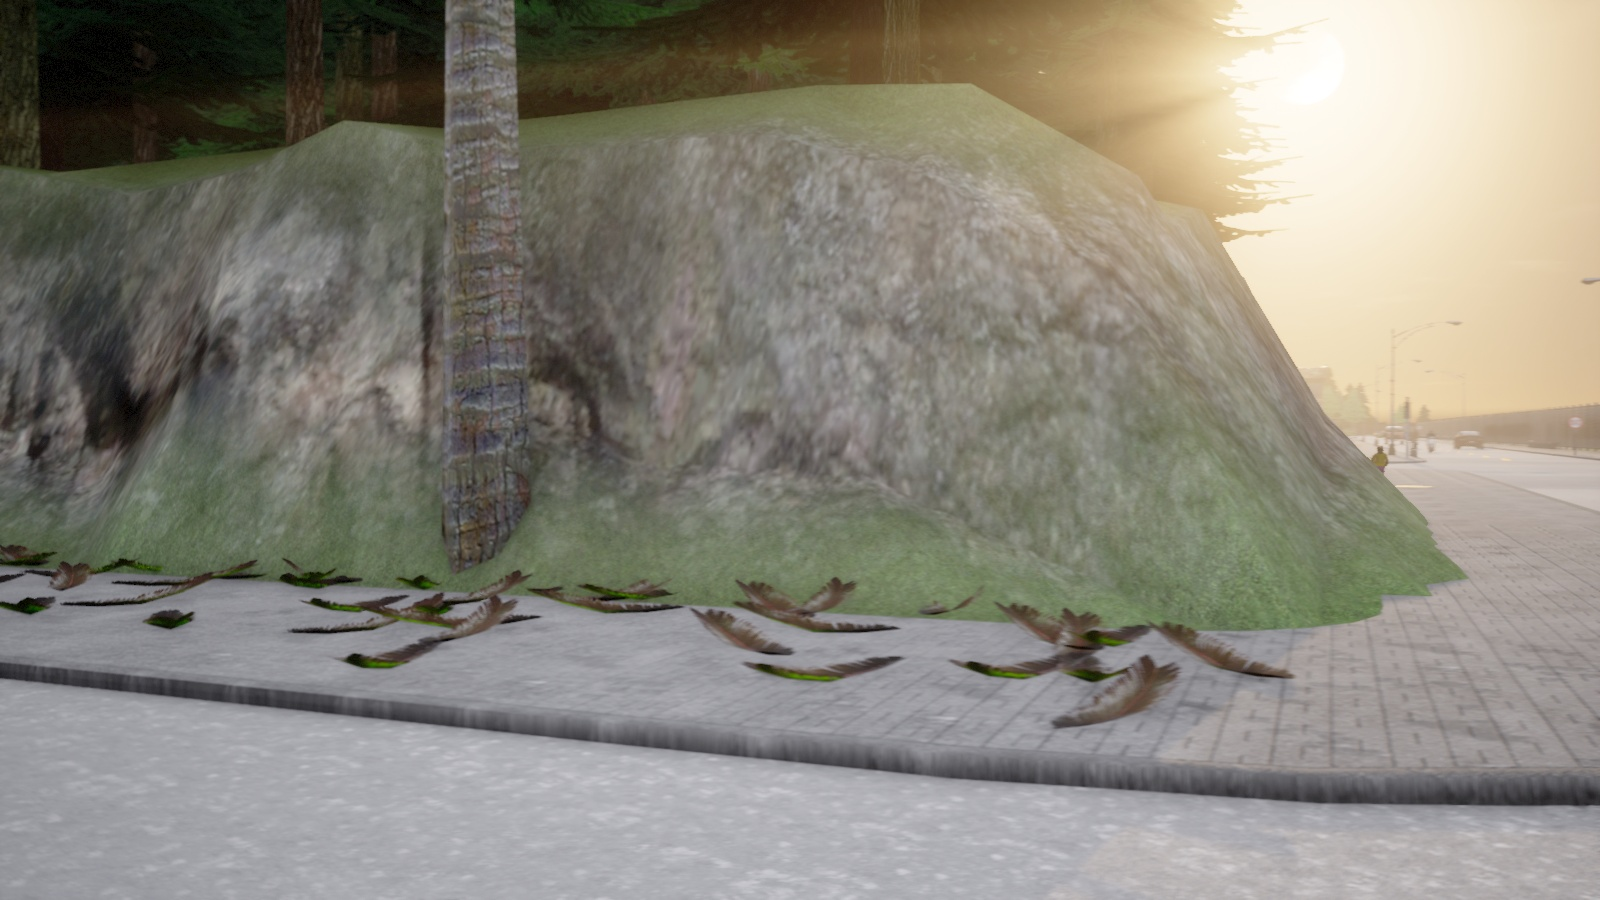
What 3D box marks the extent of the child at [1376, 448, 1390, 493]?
[{"bbox_3d":[15.166,0.519,32.678,0.299,1.160,0.473,1,1,23],"label":"child"}]
